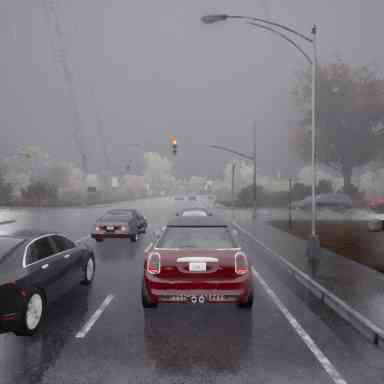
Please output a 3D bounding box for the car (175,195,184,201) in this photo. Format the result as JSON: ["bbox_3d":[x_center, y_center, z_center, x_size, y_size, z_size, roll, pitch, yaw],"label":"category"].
[{"bbox_3d":[-3.413,1.545,85.313,1.994,1.385,4.181,0,0,0],"label":"car"}]

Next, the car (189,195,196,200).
[{"bbox_3d":[0.137,1.524,95.344,1.812,1.442,4.674,0,0,1],"label":"car"}]

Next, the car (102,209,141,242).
[{"bbox_3d":[-3.386,1.547,16.317,2.033,1.411,5.357,0,0,0],"label":"car"}]

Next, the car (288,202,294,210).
[{"bbox_3d":[14.025,1.504,39.933,4.892,1.490,1.837,0,0,3],"label":"car"}]

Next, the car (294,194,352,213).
[{"bbox_3d":[14.501,1.221,36.398,5.566,2.045,2.150,0,0,3],"label":"car"}]

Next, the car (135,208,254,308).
[{"bbox_3d":[0.107,1.352,8.072,2.097,1.767,4.553,0,0,0],"label":"car"}]

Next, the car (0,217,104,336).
[{"bbox_3d":[-3.392,1.505,6.659,1.837,1.490,4.892,0,0,0],"label":"car"}]

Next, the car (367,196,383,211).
[{"bbox_3d":[23.859,1.211,39.391,5.566,2.045,2.150,0,0,3],"label":"car"}]

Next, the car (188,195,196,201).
[{"bbox_3d":[0.085,1.500,84.990,1.837,1.490,4.892,0,0,0],"label":"car"}]

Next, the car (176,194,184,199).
[{"bbox_3d":[-3.364,1.402,95.340,1.994,1.385,4.181,0,0,1],"label":"car"}]

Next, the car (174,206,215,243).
[{"bbox_3d":[0.116,1.526,17.111,1.812,1.442,4.674,0,0,0],"label":"car"}]
